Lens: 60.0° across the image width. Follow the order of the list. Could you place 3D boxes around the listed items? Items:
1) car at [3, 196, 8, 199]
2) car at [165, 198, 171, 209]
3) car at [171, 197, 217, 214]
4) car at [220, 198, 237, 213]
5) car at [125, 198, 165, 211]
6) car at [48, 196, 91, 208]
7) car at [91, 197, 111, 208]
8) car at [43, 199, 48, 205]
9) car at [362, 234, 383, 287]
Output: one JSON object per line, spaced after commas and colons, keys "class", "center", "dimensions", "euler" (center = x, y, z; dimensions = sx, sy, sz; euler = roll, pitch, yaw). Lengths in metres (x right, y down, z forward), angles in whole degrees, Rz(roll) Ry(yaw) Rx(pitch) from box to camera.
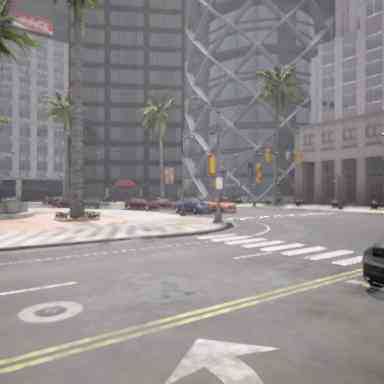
{"class": "car", "center": [-33.713, 1.500, 57.564], "dimensions": [4.902, 1.511, 2.128], "euler": [0, 0, -10]}
{"class": "car", "center": [-3.192, 1.566, 44.103], "dimensions": [4.674, 1.442, 1.812], "euler": [0, 0, 37]}
{"class": "car", "center": [0.164, 1.389, 35.565], "dimensions": [2.097, 1.767, 4.553], "euler": [0, 0, -39]}
{"class": "car", "center": [2.982, 1.395, 37.587], "dimensions": [2.097, 1.767, 4.553], "euler": [0, 0, -39]}
{"class": "car", "center": [-6.306, 1.512, 42.133], "dimensions": [5.008, 1.535, 1.882], "euler": [0, 0, 34]}
{"class": "car", "center": [-17.317, 1.623, 47.170], "dimensions": [4.718, 1.301, 1.895], "euler": [0, 0, 10]}
{"class": "car", "center": [-14.648, 1.521, 49.995], "dimensions": [4.902, 1.511, 2.128], "euler": [0, 0, 15]}
{"class": "car", "center": [-23.552, 1.502, 58.353], "dimensions": [5.008, 1.535, 1.882], "euler": [0, 0, 2]}
{"class": "car", "center": [6.030, 1.523, 8.137], "dimensions": [4.892, 1.490, 1.837], "euler": [0, 0, -37]}
